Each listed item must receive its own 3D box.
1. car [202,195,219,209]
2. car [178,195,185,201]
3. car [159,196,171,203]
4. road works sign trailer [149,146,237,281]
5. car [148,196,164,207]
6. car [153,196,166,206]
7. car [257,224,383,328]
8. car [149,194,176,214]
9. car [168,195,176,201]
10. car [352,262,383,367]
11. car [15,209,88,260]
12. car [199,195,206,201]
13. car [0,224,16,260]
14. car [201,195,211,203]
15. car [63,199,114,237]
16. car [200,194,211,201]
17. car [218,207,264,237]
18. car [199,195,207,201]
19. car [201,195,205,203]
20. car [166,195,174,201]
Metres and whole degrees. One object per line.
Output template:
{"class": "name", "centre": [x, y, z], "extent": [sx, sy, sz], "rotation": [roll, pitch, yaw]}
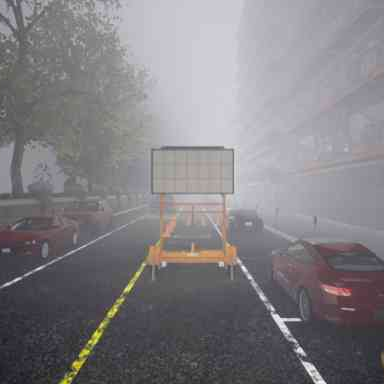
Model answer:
{"class": "car", "centre": [2.789, 1.562, 46.189], "extent": [1.887, 1.381, 4.507], "rotation": [0, 0, 0]}
{"class": "car", "centre": [-2.807, 1.565, 89.811], "extent": [1.882, 1.535, 5.008], "rotation": [0, 0, 0]}
{"class": "car", "centre": [-5.543, 1.594, 68.727], "extent": [2.008, 1.369, 4.403], "rotation": [0, 0, 0]}
{"class": "road works sign trailer", "centre": [0.021, 0.465, 9.804], "extent": [2.380, 3.560, 2.880], "rotation": [0, 0, 0]}
{"class": "car", "centre": [-5.580, 1.464, 51.837], "extent": [1.967, 1.590, 4.097], "rotation": [0, 0, 0]}
{"class": "car", "centre": [-5.568, 1.470, 57.465], "extent": [1.967, 1.590, 4.097], "rotation": [0, 0, 0]}
{"class": "car", "centre": [2.704, 1.582, 6.776], "extent": [1.802, 1.307, 4.206], "rotation": [0, 0, 0]}
{"class": "car", "centre": [-3.019, 1.231, 35.975], "extent": [2.150, 2.045, 5.566], "rotation": [0, 0, 0]}
{"class": "car", "centre": [-5.495, 1.628, 91.248], "extent": [2.008, 1.369, 4.403], "rotation": [0, 0, 0]}
{"class": "car", "centre": [2.693, 1.525, 1.316], "extent": [1.752, 1.417, 4.829], "rotation": [0, 0, 0]}
{"class": "car", "centre": [-5.664, 1.545, 12.424], "extent": [1.887, 1.381, 4.507], "rotation": [0, 0, 0]}
{"class": "car", "centre": [2.885, 1.643, 91.230], "extent": [1.947, 1.339, 4.313], "rotation": [0, 0, 0]}
{"class": "car", "centre": [-5.676, 1.582, 6.793], "extent": [1.802, 1.307, 4.206], "rotation": [0, 0, 0]}
{"class": "car", "centre": [2.837, 1.483, 68.710], "extent": [1.967, 1.590, 4.097], "rotation": [0, 0, 0]}
{"class": "car", "centre": [-5.652, 1.317, 18.056], "extent": [2.192, 1.841, 5.009], "rotation": [0, 0, 0]}
{"class": "car", "centre": [2.813, 1.470, 57.448], "extent": [1.967, 1.590, 4.097], "rotation": [0, 0, 0]}
{"class": "car", "centre": [2.728, 1.567, 18.038], "extent": [1.947, 1.339, 4.313], "rotation": [0, 0, 0]}
{"class": "car", "centre": [2.872, 1.507, 85.600], "extent": [1.967, 1.590, 4.097], "rotation": [0, 0, 0]}
{"class": "car", "centre": [2.800, 1.568, 51.819], "extent": [1.887, 1.381, 4.507], "rotation": [0, 0, 0]}
{"class": "car", "centre": [-5.508, 1.592, 85.447], "extent": [1.752, 1.417, 4.829], "rotation": [0, 0, 0]}
